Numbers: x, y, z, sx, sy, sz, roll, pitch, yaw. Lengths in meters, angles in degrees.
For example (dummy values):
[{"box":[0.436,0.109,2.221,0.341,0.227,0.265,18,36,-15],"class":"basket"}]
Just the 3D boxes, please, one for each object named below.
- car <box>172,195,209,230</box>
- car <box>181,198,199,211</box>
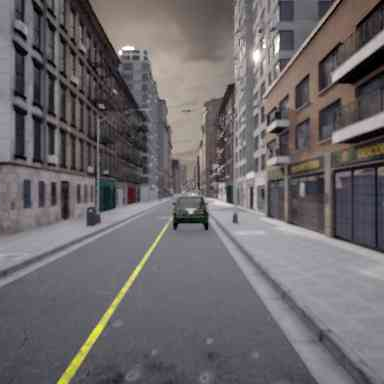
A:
[{"box":[-0.082,1.226,21.478,2.150,2.045,5.566,0,0,0],"class":"car"},{"box":[-0.245,1.483,40.830,2.128,1.511,4.902,0,0,0],"class":"car"}]
